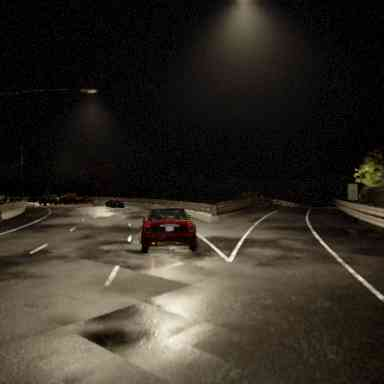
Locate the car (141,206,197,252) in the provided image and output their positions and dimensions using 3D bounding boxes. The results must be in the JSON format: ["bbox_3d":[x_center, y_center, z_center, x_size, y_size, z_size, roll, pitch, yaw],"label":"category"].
[{"bbox_3d":[-1.087,1.360,14.203,2.097,1.767,4.553,0,0,-7],"label":"car"}]

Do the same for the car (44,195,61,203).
[{"bbox_3d":[-29.577,1.481,70.495,1.882,1.535,5.008,0,0,-42],"label":"car"}]

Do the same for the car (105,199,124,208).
[{"bbox_3d":[-11.313,1.636,48.418,1.994,1.385,4.181,0,0,-26],"label":"car"}]

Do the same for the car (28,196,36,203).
[{"bbox_3d":[-31.728,1.498,67.623,1.837,1.490,4.892,0,0,-42],"label":"car"}]

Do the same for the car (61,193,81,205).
[{"bbox_3d":[-23.067,1.357,61.975,2.150,2.045,5.566,0,0,-37],"label":"car"}]

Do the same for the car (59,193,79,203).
[{"bbox_3d":[-26.907,1.214,72.756,2.150,2.045,5.566,0,0,-42],"label":"car"}]

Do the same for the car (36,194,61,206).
[{"bbox_3d":[-25.824,1.372,59.799,2.150,2.045,5.566,0,0,-37],"label":"car"}]

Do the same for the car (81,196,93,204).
[{"bbox_3d":[-20.772,1.621,64.772,1.837,1.490,4.892,0,0,-37],"label":"car"}]
